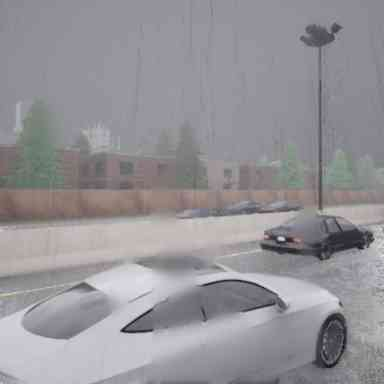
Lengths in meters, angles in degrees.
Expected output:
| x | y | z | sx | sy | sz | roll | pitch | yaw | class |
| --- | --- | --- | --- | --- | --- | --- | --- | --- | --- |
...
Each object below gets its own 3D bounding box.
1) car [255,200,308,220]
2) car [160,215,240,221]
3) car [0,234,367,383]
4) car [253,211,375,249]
| x | y | z | sx | sy | sz | roll | pitch | yaw | class |
| --- | --- | --- | --- | --- | --- | --- | --- | --- | --- |
| 7.842 | 1.500 | 28.842 | 5.008 | 1.535 | 1.882 | 0 | 0 | -40 | car |
| 0.340 | 1.578 | 17.963 | 5.357 | 1.411 | 2.033 | 0 | 0 | -40 | car |
| 0.015 | 1.534 | 3.990 | 4.674 | 1.442 | 1.812 | 0 | 0 | -37 | car |
| 4.795 | 1.553 | 12.316 | 5.357 | 1.411 | 2.033 | 0 | 0 | -40 | car |
